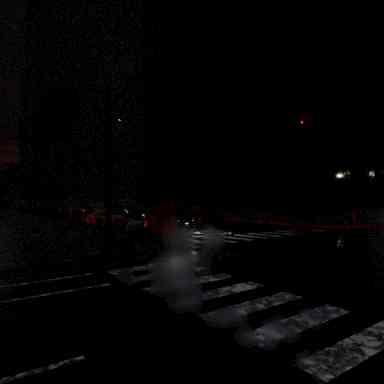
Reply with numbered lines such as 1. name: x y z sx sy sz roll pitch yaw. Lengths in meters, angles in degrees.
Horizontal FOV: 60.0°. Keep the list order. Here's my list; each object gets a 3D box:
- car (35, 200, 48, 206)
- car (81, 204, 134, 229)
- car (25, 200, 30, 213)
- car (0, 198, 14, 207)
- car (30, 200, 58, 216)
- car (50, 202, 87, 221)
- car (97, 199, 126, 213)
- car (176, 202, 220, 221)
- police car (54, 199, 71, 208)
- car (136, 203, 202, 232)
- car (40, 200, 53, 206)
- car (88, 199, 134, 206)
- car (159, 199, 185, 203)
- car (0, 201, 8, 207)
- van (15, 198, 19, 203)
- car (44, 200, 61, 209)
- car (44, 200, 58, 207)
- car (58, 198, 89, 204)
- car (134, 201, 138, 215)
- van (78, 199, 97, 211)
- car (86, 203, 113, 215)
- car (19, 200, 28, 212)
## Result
1. car: -37.762 2.711 83.411 2.008 1.369 4.403 -1 0 -35
2. car: -6.279 1.844 24.381 1.752 1.417 4.829 -1 0 -35
3. car: -20.526 2.196 44.434 1.887 1.381 4.507 -1 0 -35
4. car: -41.294 2.667 73.662 1.887 1.381 4.507 -1 0 -35
5. car: -17.701 1.901 40.451 2.192 1.841 5.009 -1 0 -35
6. car: -12.036 2.004 32.485 2.008 1.369 4.403 -1 0 -35
7. car: -11.191 1.876 46.051 2.192 1.841 5.009 -1 0 -35
8. car: 0.581 1.829 29.450 1.887 1.381 4.507 -1 0 -35
9. police car: -25.460 2.308 65.428 1.930 1.638 5.238 0 -1 -35
10. car: -1.694 1.757 22.588 1.837 1.490 4.892 0 -1 -35
11. car: -34.749 2.661 79.170 1.947 1.339 4.313 -1 0 -35
12. car: -7.605 1.742 30.866 2.097 1.767 4.553 0 -1 -35
13. car: -2.366 1.669 33.601 2.192 1.841 5.009 -1 0 -35
14. car: -44.407 2.771 78.045 1.802 1.307 4.206 -1 0 -35
15. van: -26.190 2.123 52.399 1.690 1.788 3.998 -1 0 -35
16. car: -26.402 2.374 62.842 1.837 1.490 4.892 0 -1 -35
17. car: -31.735 2.595 74.929 1.947 1.339 4.313 -1 0 -35
18. car: -13.760 1.755 39.544 2.150 2.045 5.566 0 -1 -35
19. car: -5.302 2.005 37.751 1.802 1.307 4.206 -1 0 -35
20. van: -17.074 2.038 54.352 1.690 1.788 3.998 -1 0 -35
21. car: -11.846 2.100 42.354 1.994 1.385 4.181 0 -1 -35
22. car: -23.358 2.157 48.416 1.967 1.590 4.097 -1 0 -35
